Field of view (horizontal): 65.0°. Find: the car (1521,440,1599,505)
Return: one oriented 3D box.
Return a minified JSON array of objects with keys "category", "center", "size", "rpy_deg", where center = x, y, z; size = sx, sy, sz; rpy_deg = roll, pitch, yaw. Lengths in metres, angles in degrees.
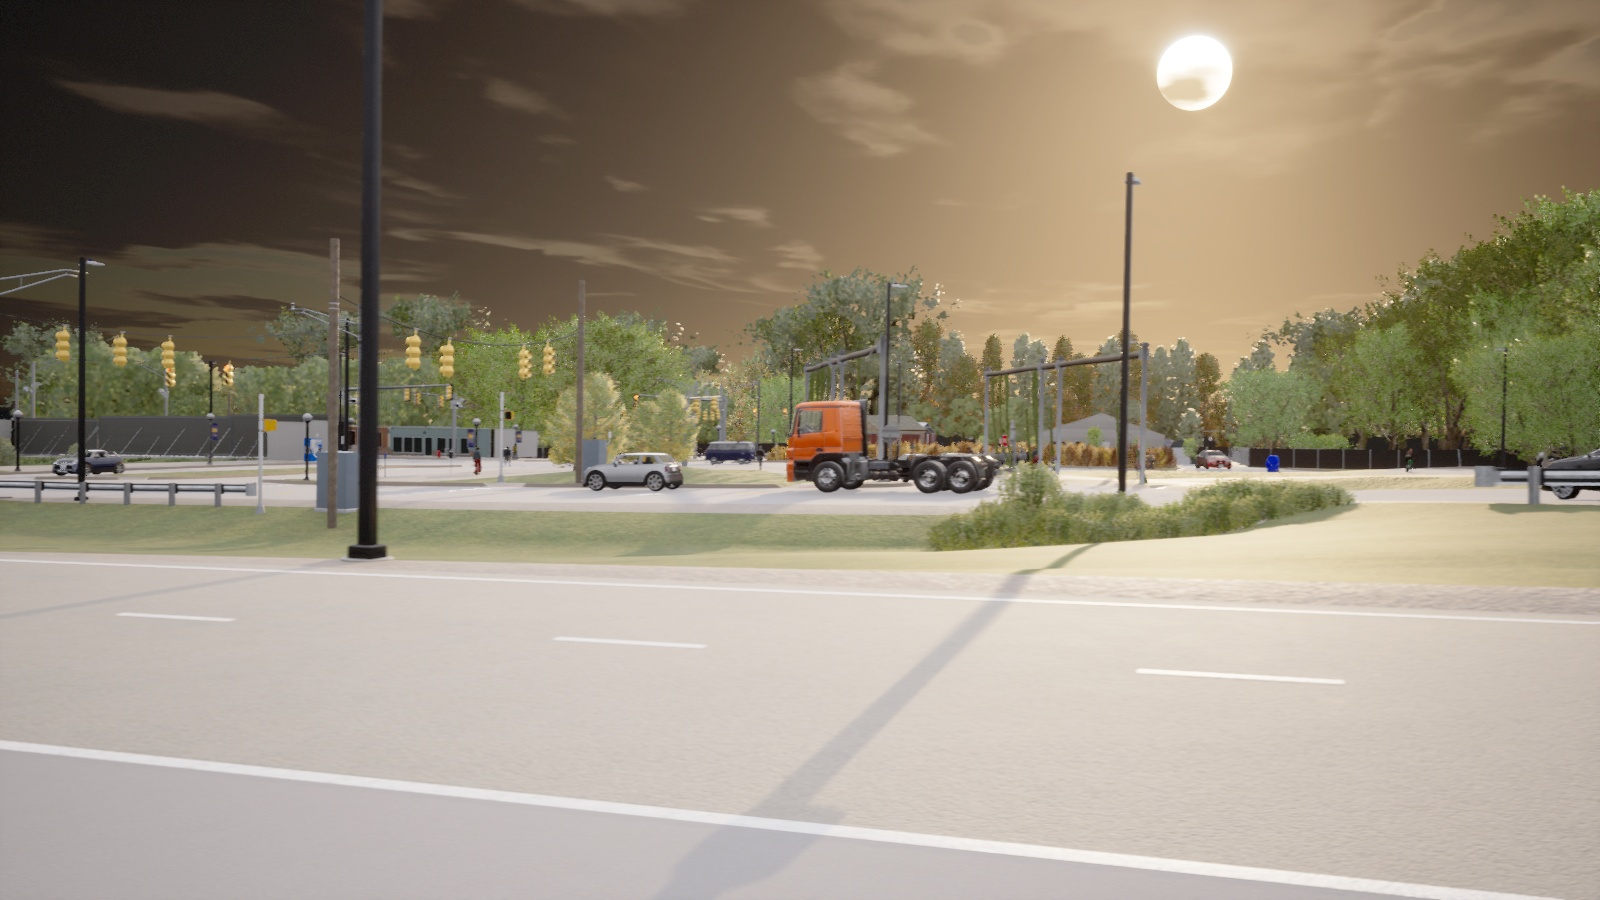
[{"category":"car","center":[19.772,0.545,29.358],"size":[2.128,1.511,4.902],"rpy_deg":[1,-2,-18]}]

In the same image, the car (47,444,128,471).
[{"category":"car","center":[-41.141,0.392,72.570],"size":[1.970,1.475,3.806],"rpy_deg":[1,1,14]}]

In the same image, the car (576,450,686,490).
[{"category":"car","center":[-6.665,0.759,49.591],"size":[3.806,1.475,1.970],"rpy_deg":[0,1,18]}]

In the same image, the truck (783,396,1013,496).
[{"category":"truck","center":[3.597,-0.172,46.173],"size":[7.936,3.462,2.891],"rpy_deg":[0,1,22]}]
